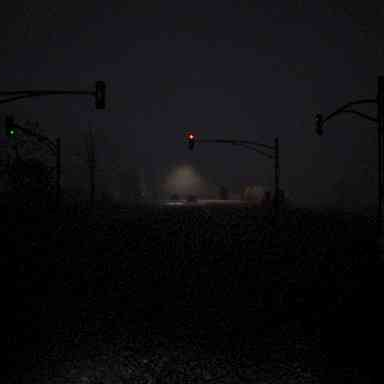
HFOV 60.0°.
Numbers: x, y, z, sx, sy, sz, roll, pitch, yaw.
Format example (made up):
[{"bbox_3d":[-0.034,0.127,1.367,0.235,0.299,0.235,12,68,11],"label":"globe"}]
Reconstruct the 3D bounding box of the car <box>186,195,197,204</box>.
[{"bbox_3d":[-0.060,1.421,68.049,2.097,1.767,4.553,0,0,0],"label":"car"}]

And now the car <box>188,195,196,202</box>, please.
[{"bbox_3d":[-0.069,1.422,78.085,1.837,1.490,4.892,0,0,0],"label":"car"}]

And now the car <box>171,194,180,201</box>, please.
[{"bbox_3d":[-3.564,1.192,72.251,1.837,1.490,4.892,0,0,0],"label":"car"}]
